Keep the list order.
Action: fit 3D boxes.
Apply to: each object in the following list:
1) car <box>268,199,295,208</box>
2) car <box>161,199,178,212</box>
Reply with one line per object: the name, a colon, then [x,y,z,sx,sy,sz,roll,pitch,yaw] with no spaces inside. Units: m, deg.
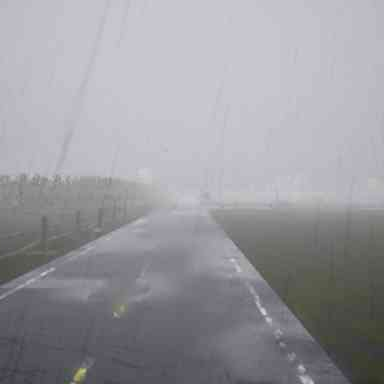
car: [14.070,1.845,52.270,4.181,1.385,1.994,0,0,1]
car: [-2.751,1.618,40.892,1.882,1.535,5.008,0,0,0]
